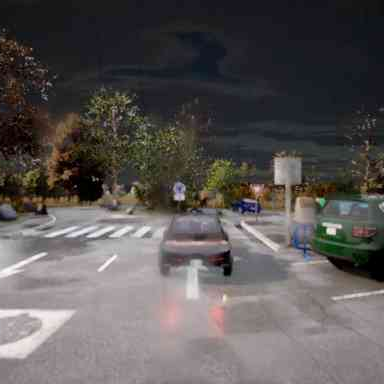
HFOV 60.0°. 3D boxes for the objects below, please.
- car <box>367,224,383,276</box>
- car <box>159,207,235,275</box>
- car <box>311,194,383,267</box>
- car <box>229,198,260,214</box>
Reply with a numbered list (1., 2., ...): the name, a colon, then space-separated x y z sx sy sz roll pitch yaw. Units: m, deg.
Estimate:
1. car: 6.000 1.439 6.328 4.674 1.452 2.002 1 1 -20
2. car: 0.100 1.355 9.934 2.128 1.511 4.902 0 1 0
3. car: 6.027 1.108 9.300 5.566 2.045 2.435 0 1 -20
4. car: 5.397 1.386 34.489 1.882 1.535 5.008 1 0 -11
